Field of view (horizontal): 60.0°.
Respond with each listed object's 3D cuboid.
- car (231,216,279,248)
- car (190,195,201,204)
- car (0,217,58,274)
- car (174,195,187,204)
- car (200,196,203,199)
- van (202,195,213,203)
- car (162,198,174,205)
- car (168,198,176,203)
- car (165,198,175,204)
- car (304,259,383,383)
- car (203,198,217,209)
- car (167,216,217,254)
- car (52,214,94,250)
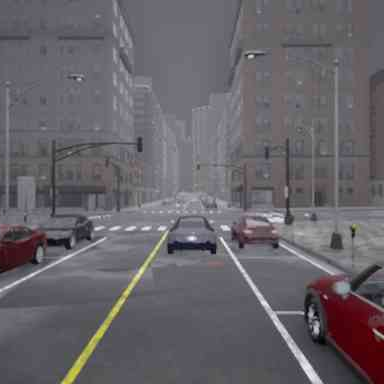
[{"bbox_3d":[2.768,1.719,15.107,1.802,1.307,4.206,0,-1,0],"label":"car"},{"bbox_3d":[0.554,2.051,79.505,1.812,1.442,4.674,0,0,1],"label":"car"},{"bbox_3d":[-5.761,1.631,9.470,1.887,1.381,4.507,0,-1,0],"label":"car"},{"bbox_3d":[-2.467,2.031,77.257,1.837,1.490,4.892,0,0,1],"label":"car"},{"bbox_3d":[3.272,2.104,74.523,1.802,1.307,4.206,0,0,1],"label":"car"},{"bbox_3d":[3.116,1.778,57.868,1.690,1.788,3.998,0,0,1],"label":"van"},{"bbox_3d":[-5.306,2.082,69.055,1.802,1.307,4.206,0,0,1],"label":"car"},{"bbox_3d":[-5.151,2.129,85.713,1.802,1.307,4.206,0,0,1],"label":"car"},{"bbox_3d":[-5.201,2.087,80.161,2.008,1.369,4.403,0,0,1],"label":"car"},{"bbox_3d":[2.760,1.477,3.819,1.967,1.590,4.097,0,-1,0],"label":"car"},{"bbox_3d":[3.066,1.985,52.315,1.802,1.307,4.206,0,0,1],"label":"car"},{"bbox_3d":[0.010,1.693,14.187,1.994,1.385,4.181,0,-1,0],"label":"car"},{"bbox_3d":[-5.758,1.703,15.114,1.947,1.339,4.313,0,-1,0],"label":"car"}]
